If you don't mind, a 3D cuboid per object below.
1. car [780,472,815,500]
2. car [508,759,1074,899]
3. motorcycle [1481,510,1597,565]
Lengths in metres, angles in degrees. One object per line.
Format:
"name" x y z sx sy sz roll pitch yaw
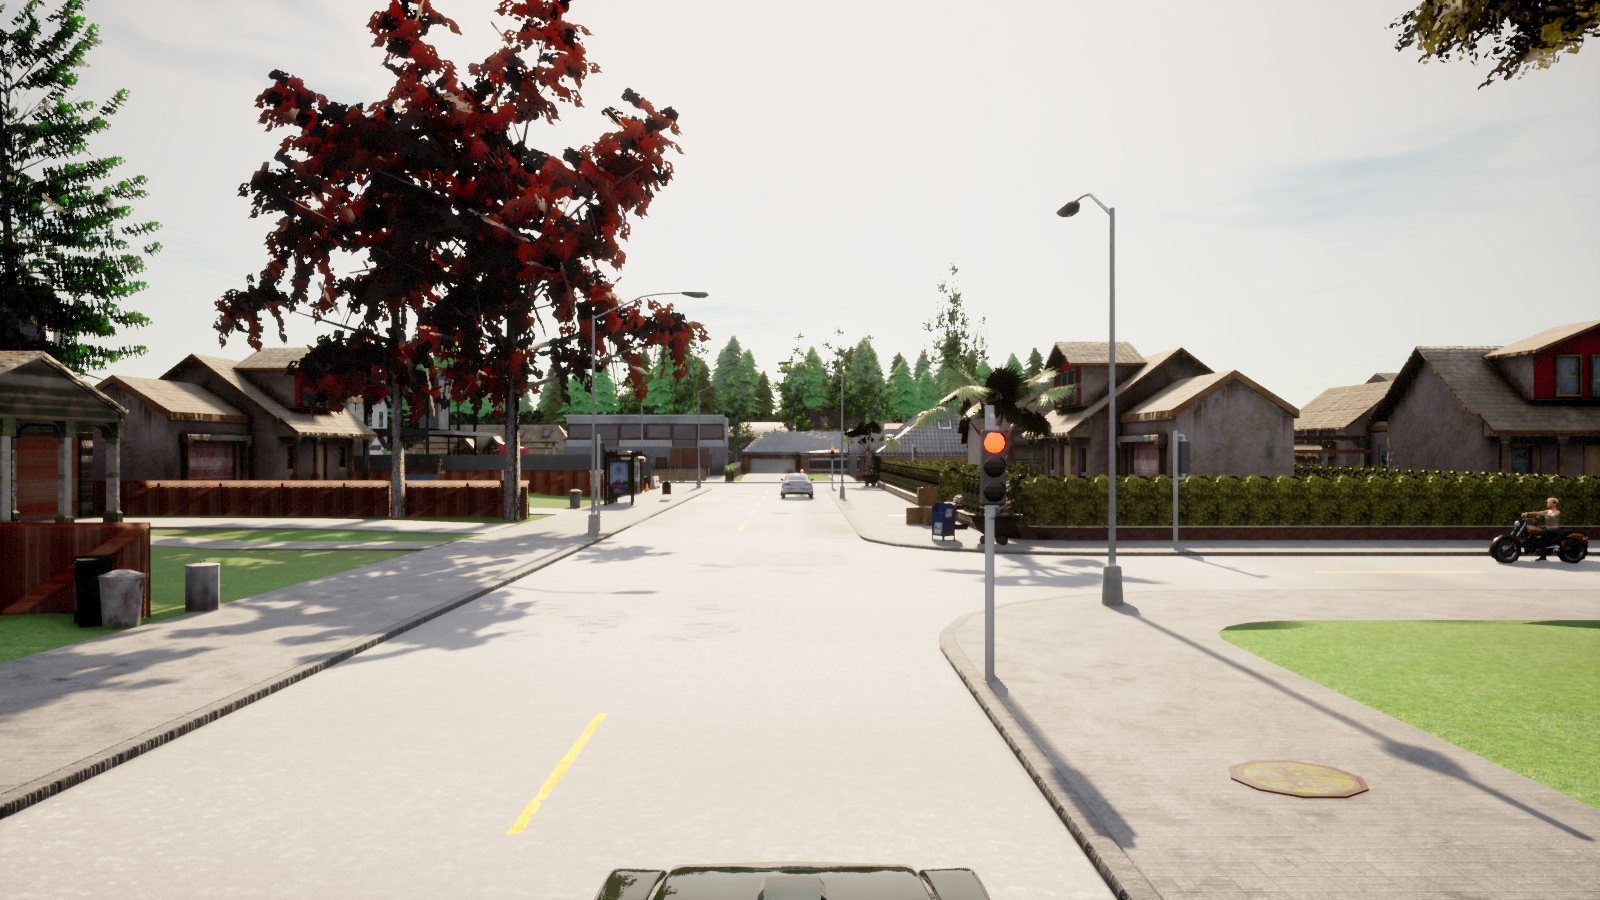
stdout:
"car" -0.164 2.081 66.907 2.002 1.442 4.674 0 0 0
"car" -0.028 2.155 3.193 1.895 1.301 4.718 0 0 0
"motorcycle" 18.237 2.155 28.222 2.356 1.307 0.764 0 0 0
